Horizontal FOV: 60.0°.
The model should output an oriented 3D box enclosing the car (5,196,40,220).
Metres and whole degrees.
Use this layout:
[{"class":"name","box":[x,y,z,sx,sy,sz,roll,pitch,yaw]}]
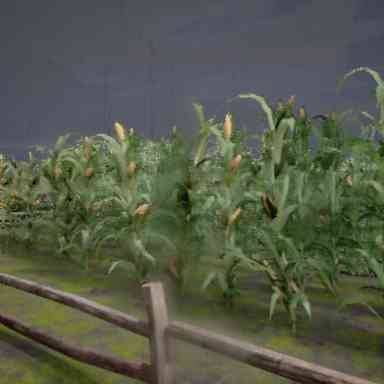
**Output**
[{"class":"car","box":[-11.977,1.138,27.029,2.150,2.045,5.566,0,0,36]}]
